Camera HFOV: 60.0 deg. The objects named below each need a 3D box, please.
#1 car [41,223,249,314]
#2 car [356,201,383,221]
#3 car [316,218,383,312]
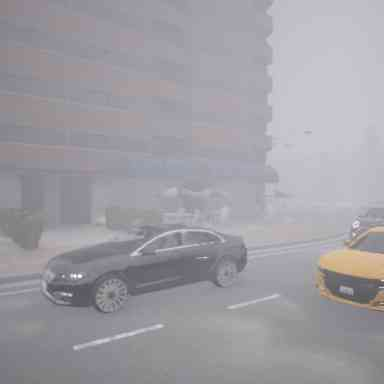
[{"bbox_3d":[-0.819,1.522,7.769,4.902,1.511,2.128,0,0,-36],"label":"car"},{"bbox_3d":[9.307,1.492,15.995,2.097,1.767,4.553,0,0,42],"label":"car"},{"bbox_3d":[4.821,1.547,7.625,5.008,1.535,1.882,0,0,-37],"label":"car"}]
